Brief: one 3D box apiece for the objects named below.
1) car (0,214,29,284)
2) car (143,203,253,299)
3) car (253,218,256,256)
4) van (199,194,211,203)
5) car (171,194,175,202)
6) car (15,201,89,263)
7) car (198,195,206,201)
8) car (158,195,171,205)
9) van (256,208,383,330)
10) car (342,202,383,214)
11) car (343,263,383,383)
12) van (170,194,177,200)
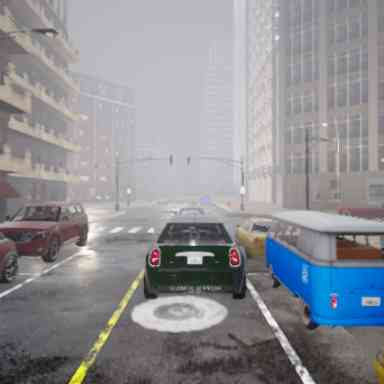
[{"bbox_3d":[-5.308,1.432,6.618,1.967,1.590,4.097,0,0,0],"label":"car"},{"bbox_3d":[0.066,1.343,8.575,2.097,1.767,4.553,0,0,0],"label":"car"},{"bbox_3d":[2.573,1.513,12.329,1.752,1.417,4.829,0,0,0],"label":"car"},{"bbox_3d":[2.585,1.341,61.154,1.690,1.788,3.998,0,0,0],"label":"van"},{"bbox_3d":[-5.293,1.457,72.261,1.967,1.590,4.097,0,0,0],"label":"car"},{"bbox_3d":[-5.306,1.303,12.154,2.192,1.841,5.009,0,0,0],"label":"car"},{"bbox_3d":[2.590,1.585,83.363,1.887,1.381,4.507,0,0,0],"label":"car"},{"bbox_3d":[-5.296,1.525,60.986,1.752,1.417,4.829,0,0,0],"label":"car"},{"bbox_3d":[2.573,1.334,6.622,1.690,1.788,3.998,0,0,0],"label":"van"},{"bbox_3d":[13.841,1.458,25.707,4.718,1.301,1.895,-1,-1,41],"label":"car"},{"bbox_3d":[2.570,1.524,1.258,1.752,1.417,4.829,0,0,0],"label":"car"},{"bbox_3d":[-5.287,1.406,94.469,1.690,1.788,3.998,0,0,0],"label":"van"}]
